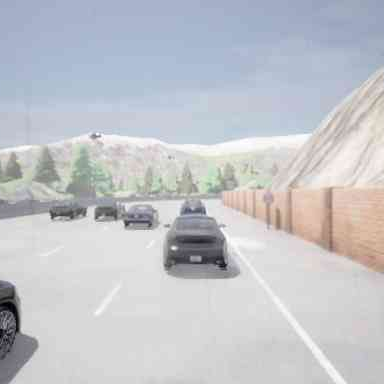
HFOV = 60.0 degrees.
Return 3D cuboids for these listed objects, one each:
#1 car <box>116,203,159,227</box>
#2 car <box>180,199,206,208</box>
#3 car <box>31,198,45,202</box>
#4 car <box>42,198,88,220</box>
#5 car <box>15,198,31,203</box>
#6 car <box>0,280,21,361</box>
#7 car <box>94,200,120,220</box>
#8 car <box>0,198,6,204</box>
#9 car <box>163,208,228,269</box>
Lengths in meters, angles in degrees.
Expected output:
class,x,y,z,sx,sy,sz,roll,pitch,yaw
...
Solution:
class,x,y,z,sx,sy,sz,roll,pitch,yaw
car,-3.402,1.536,22.796,2.033,1.411,5.357,0,0,0
car,0.096,1.337,28.072,2.097,1.767,4.553,0,0,0
car,-21.058,1.579,48.457,1.895,1.301,4.718,0,0,1
car,-10.404,1.478,28.334,2.128,1.511,4.902,0,0,0
car,-24.540,1.542,49.420,1.994,1.385,4.181,0,0,1
car,-3.405,1.491,2.929,2.128,1.511,4.902,0,0,0
car,-6.903,1.491,28.391,1.837,1.490,4.892,0,0,0
car,-28.076,1.472,46.586,2.128,1.511,4.902,0,0,0
car,0.099,1.499,11.114,1.837,1.490,4.892,0,0,0
